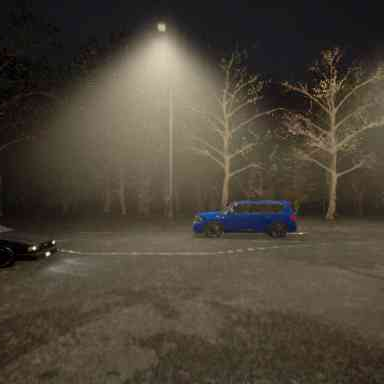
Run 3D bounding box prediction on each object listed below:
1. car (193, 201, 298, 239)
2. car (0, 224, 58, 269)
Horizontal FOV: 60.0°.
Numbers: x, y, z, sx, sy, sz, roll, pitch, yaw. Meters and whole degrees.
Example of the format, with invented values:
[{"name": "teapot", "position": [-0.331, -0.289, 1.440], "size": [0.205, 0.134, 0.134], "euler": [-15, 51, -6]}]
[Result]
[{"name": "car", "position": [2.831, 1.487, 17.995], "size": [5.566, 2.045, 2.150], "euler": [0, -1, 0]}, {"name": "car", "position": [-7.400, 1.626, 10.998], "size": [5.357, 1.411, 2.033], "euler": [1, 0, 0]}]
